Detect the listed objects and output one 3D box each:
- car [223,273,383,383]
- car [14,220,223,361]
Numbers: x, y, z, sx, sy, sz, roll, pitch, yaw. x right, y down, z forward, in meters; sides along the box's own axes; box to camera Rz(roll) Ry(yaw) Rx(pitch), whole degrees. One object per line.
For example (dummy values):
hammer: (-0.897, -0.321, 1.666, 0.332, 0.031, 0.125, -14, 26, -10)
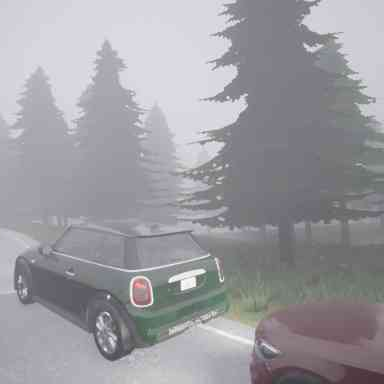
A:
car: (2.744, 1.531, 2.598, 4.674, 1.442, 1.812, 1, 0, 36)
car: (-1.580, 1.308, 6.226, 4.553, 1.767, 2.097, 1, 1, 44)
